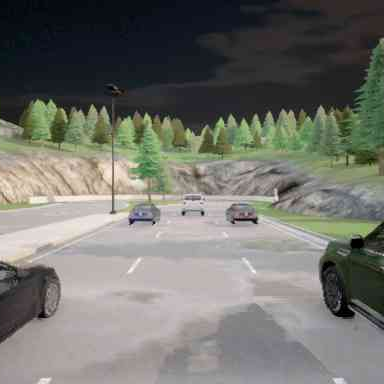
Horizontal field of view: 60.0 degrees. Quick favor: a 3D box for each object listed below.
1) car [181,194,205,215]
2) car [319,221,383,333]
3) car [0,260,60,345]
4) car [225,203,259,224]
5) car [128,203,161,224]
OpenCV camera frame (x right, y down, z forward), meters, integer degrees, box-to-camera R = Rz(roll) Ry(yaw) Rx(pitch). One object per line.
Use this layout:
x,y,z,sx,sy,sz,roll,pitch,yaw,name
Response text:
0.118,1.222,33.656,2.150,2.045,5.566,0,0,1,car
3.601,1.224,4.265,2.150,2.045,5.566,0,0,0,car
-3.400,1.525,4.394,1.812,1.442,4.674,0,0,0,car
3.600,1.547,24.578,2.033,1.411,5.357,0,0,0,car
-3.400,1.547,24.489,2.033,1.411,5.357,0,0,0,car
